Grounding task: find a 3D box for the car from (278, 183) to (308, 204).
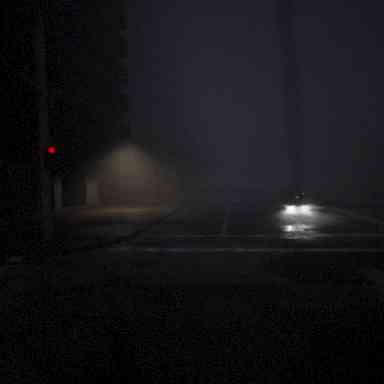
[{"bbox_3d":[8.419,0.024,28.136,2.128,1.511,4.902,-1,2,7],"label":"car"}]
